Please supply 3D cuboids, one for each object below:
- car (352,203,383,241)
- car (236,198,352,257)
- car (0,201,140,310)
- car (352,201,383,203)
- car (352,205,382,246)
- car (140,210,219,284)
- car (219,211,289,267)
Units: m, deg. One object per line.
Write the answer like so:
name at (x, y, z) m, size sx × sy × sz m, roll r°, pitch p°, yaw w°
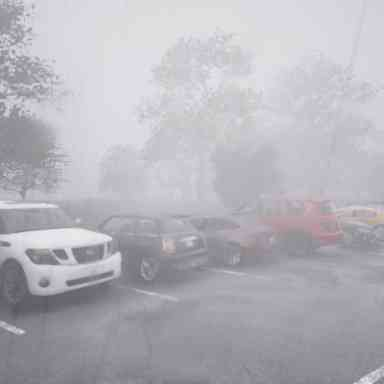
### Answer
car at (7.969, 1.483, 16.644) m, size 5.008 × 1.535 × 2.097 m, roll -1°, pitch 0°, yaw 36°
car at (3.029, 1.269, 13.307) m, size 5.566 × 2.045 × 2.435 m, roll -1°, pitch 0°, yaw 35°
car at (-4.231, 1.247, 8.171) m, size 5.566 × 2.045 × 2.435 m, roll -1°, pitch -2°, yaw 35°
car at (10.407, 1.329, 18.333) m, size 4.553 × 1.767 × 2.185 m, roll -1°, pitch -1°, yaw 36°
car at (5.507, 1.508, 14.984) m, size 4.892 × 1.521 × 2.231 m, roll -1°, pitch -1°, yaw 35°
car at (-1.802, 1.390, 9.878) m, size 4.553 × 1.767 × 2.185 m, roll -1°, pitch -1°, yaw 35°
car at (0.586, 1.553, 11.611) m, size 4.792 × 1.488 × 2.163 m, roll -1°, pitch -1°, yaw 35°
